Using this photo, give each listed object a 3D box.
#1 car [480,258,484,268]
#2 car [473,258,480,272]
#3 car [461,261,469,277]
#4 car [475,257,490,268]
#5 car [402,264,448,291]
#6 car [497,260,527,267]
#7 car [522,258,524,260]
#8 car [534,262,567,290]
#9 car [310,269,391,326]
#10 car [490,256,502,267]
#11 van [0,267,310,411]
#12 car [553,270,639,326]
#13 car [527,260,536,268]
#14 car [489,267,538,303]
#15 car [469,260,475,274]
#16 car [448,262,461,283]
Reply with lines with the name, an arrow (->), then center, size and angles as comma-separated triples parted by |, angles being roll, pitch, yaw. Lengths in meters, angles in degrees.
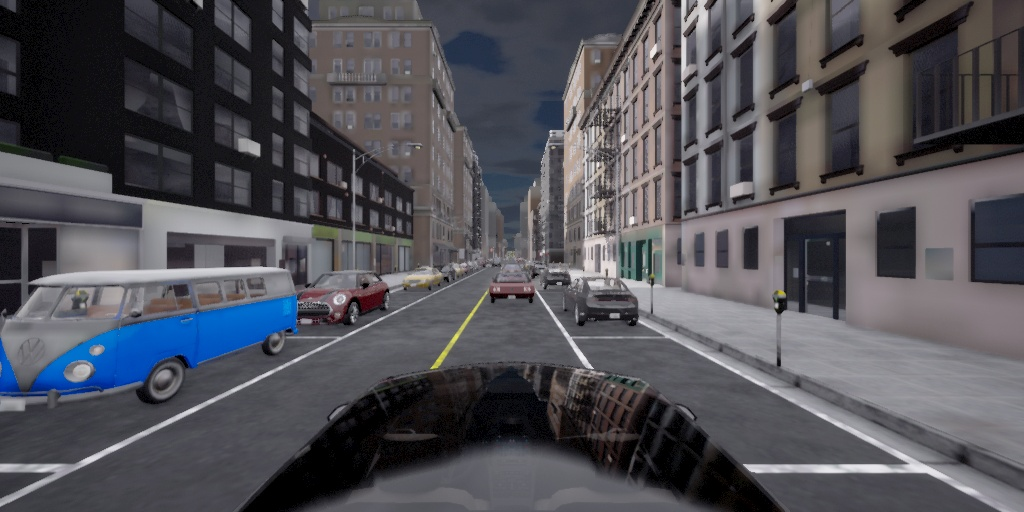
car -> -5.387, 1.289, 49.274 | 2.007, 1.370, 4.403 | 0, 0, 0
car -> -5.387, 1.293, 43.861 | 2.007, 1.370, 4.403 | 0, 0, 0
car -> -5.387, 1.271, 32.865 | 1.751, 1.417, 4.829 | 0, 0, 0
car -> -5.387, 1.046, 60.100 | 2.192, 1.841, 5.009 | 0, 0, 0
car -> -5.387, 1.271, 22.040 | 1.751, 1.417, 4.829 | 0, 0, 0
car -> 0.000, 1.310, 31.500 | 2.033, 1.411, 5.357 | 0, 0, 0
car -> 2.638, 1.264, 49.435 | 1.751, 1.417, 4.829 | 0, 0, 0
car -> 2.638, 1.297, 22.201 | 2.007, 1.370, 4.403 | 0, 0, 0
car -> -5.388, 1.186, 11.385 | 1.967, 1.591, 4.097 | 0, 0, 0
car -> -2.750, 1.290, 65.424 | 1.837, 1.490, 4.892 | 0, 0, 0
van -> -5.388, 1.088, 5.972 | 1.690, 1.789, 3.998 | 0, 0, 0
car -> 2.638, 1.297, 11.376 | 2.007, 1.370, 4.403 | 0, 0, 0
car -> 2.638, 1.311, 33.026 | 1.948, 1.339, 4.313 | 0, 0, 0
car -> 0.000, 1.364, 16.530 | 1.895, 1.301, 4.718 | 0, 0, 0
car -> -5.387, 1.327, 38.448 | 1.802, 1.307, 4.207 | 0, 0, 0
car -> -5.387, 1.312, 27.623 | 1.948, 1.339, 4.313 | 0, 0, 0
